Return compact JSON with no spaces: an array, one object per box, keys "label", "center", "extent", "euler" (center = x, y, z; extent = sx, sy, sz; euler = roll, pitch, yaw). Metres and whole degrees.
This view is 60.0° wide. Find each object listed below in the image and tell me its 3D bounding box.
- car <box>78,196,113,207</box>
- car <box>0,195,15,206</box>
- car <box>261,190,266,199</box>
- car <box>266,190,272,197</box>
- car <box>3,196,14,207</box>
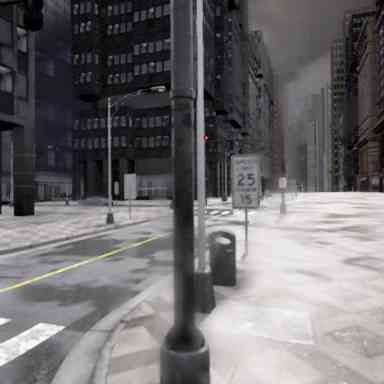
[{"label":"car","center":[-12.022,1.148,41.548],"extent":[4.181,1.385,1.994],"euler":[0,0,19]},{"label":"car","center":[-27.790,1.219,47.006],"extent":[4.902,1.511,2.128],"euler":[0,0,19]},{"label":"car","center":[10.546,0.531,55.122],"extent":[1.882,1.535,5.008],"euler":[-1,1,19]},{"label":"car","center":[15.592,0.321,69.605],"extent":[1.837,1.490,4.892],"euler":[-1,1,19]},{"label":"car","center":[-25.297,1.289,42.781],"extent":[4.718,1.301,1.895],"euler":[0,0,19]}]
